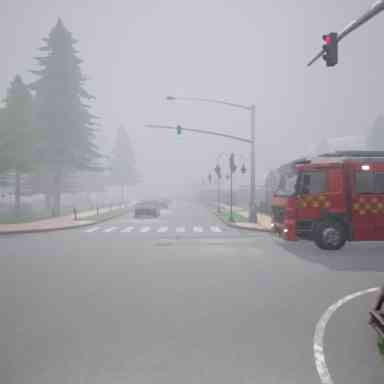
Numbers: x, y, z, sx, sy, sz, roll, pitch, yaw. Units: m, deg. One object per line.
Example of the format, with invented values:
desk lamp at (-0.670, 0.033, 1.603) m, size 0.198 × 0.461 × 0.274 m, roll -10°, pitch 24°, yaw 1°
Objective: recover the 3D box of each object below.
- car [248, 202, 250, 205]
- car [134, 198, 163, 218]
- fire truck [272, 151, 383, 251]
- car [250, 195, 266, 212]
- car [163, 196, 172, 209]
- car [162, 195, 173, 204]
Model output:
car at (8.448, 1.137, 37.759) m, size 3.866 × 1.878 × 1.905 m, roll 0°, pitch 0°, yaw -1°
car at (-4.037, 1.441, 30.443) m, size 1.882 × 1.535 × 5.008 m, roll 0°, pitch 0°, yaw 0°
fire truck at (7.793, 0.323, 13.751) m, size 8.468 × 3.827 × 2.891 m, roll 0°, pitch 0°, yaw 1°
car at (8.862, 1.135, 35.249) m, size 4.605 × 1.855 × 1.932 m, roll 0°, pitch 0°, yaw -1°
car at (-4.141, 1.560, 44.191) m, size 1.895 × 1.301 × 4.718 m, roll 0°, pitch 0°, yaw 0°
car at (-4.744, 1.433, 63.163) m, size 1.882 × 1.535 × 5.008 m, roll 0°, pitch 0°, yaw -6°
